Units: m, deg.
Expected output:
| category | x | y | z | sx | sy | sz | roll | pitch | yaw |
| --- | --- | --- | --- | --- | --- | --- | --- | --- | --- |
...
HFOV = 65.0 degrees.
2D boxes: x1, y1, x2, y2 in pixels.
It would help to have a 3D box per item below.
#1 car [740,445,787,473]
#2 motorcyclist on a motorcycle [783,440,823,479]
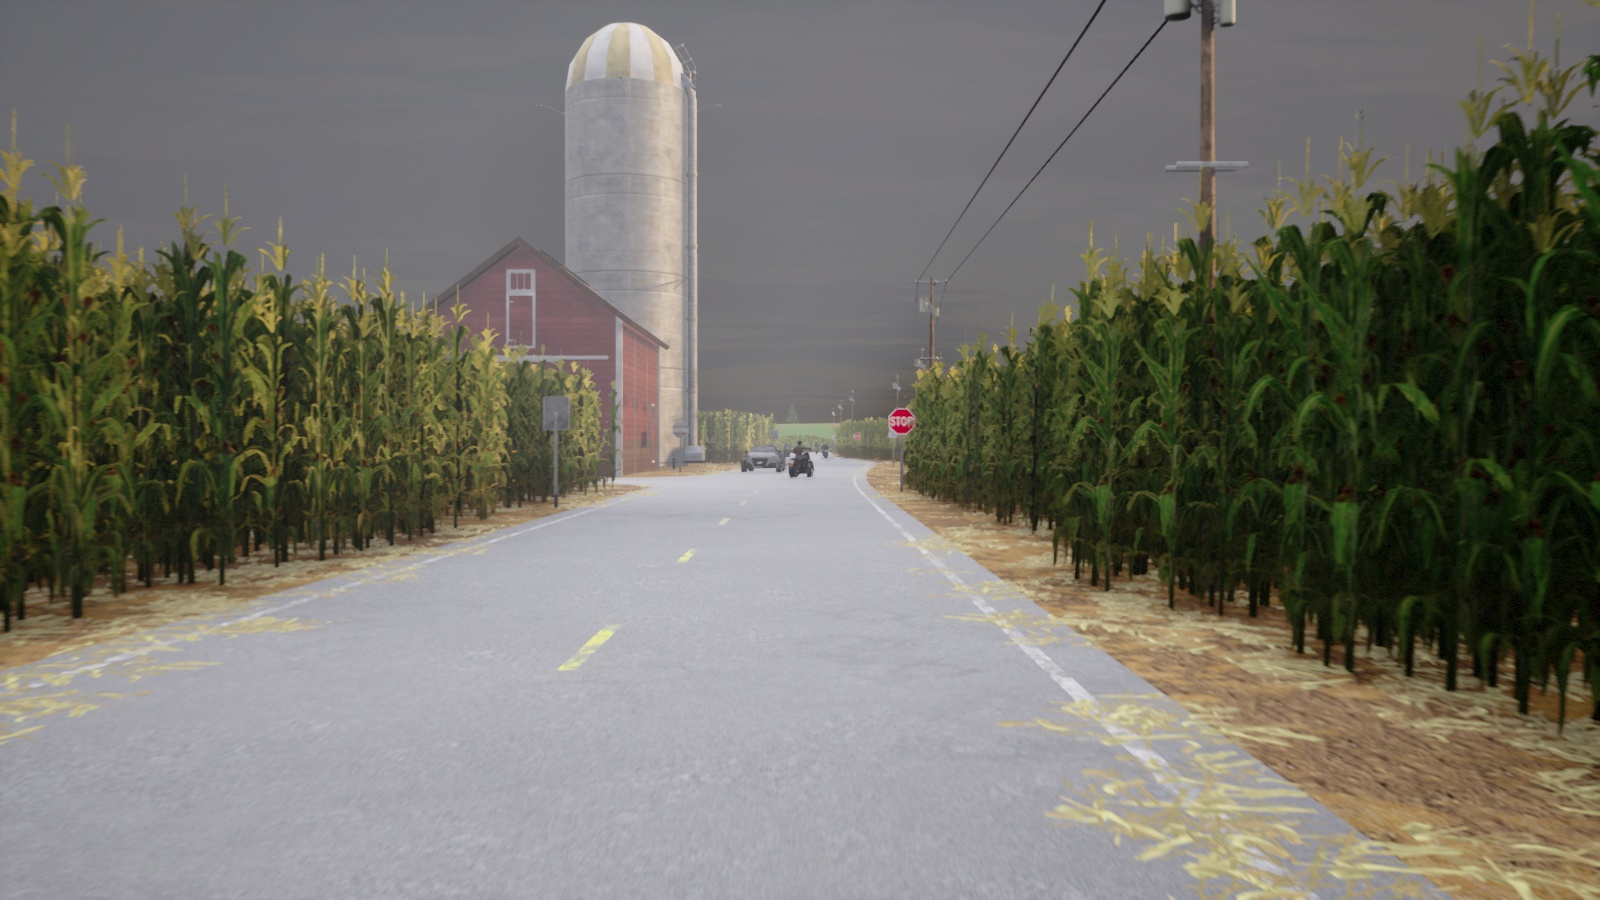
| category | x | y | z | sx | sy | sz | roll | pitch | yaw |
| --- | --- | --- | --- | --- | --- | --- | --- | --- | --- |
| car | -1.855 | 0.446 | 64.441 | 1.994 | 1.385 | 4.181 | 0 | 0 | 4 |
| motorcyclist on a motorcycle | 0.143 | 0.394 | 53.754 | 0.766 | 1.649 | 2.350 | -2 | -1 | 26 |
